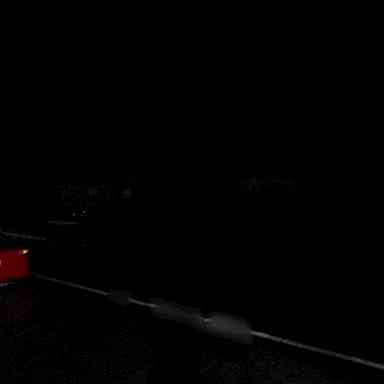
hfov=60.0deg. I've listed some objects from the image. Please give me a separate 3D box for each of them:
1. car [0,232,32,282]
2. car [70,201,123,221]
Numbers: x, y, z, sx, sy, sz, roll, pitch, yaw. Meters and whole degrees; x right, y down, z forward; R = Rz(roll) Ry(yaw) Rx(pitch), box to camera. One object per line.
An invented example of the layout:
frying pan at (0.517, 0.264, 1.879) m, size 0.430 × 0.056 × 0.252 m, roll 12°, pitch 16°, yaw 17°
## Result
car at (-5.960, 1.581, 8.728) m, size 4.181 × 1.385 × 1.994 m, roll 0°, pitch 0°, yaw 41°
car at (-7.768, 1.506, 27.667) m, size 1.837 × 1.490 × 4.892 m, roll 0°, pitch 0°, yaw 35°
